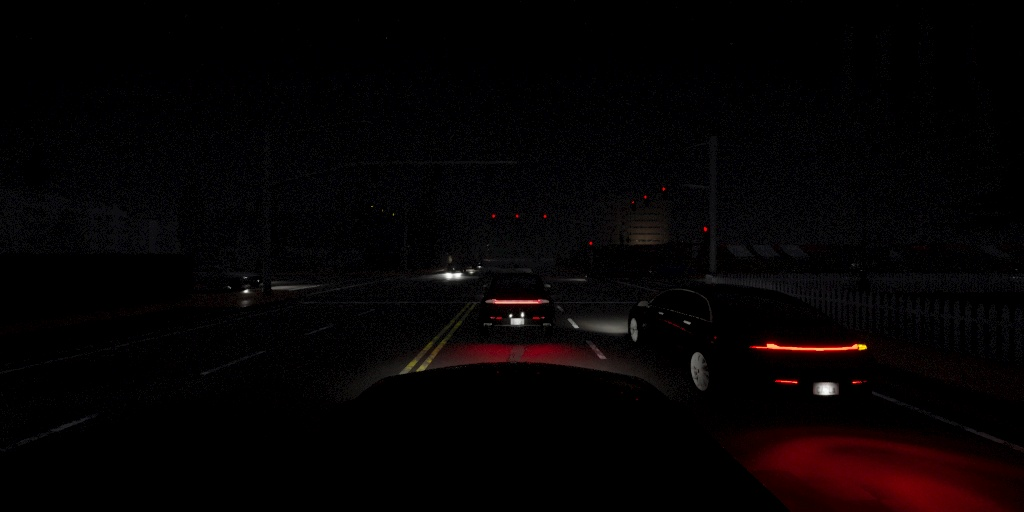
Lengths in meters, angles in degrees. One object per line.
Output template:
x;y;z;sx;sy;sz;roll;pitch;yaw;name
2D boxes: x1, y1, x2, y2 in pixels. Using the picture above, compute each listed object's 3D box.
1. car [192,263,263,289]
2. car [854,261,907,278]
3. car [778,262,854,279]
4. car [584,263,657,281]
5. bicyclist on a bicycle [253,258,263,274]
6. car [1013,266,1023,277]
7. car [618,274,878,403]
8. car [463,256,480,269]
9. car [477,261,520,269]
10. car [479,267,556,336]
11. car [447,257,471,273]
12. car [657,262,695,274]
-18.143;1.276;22.329;4.674;1.442;1.812;0;0;0;car
34.262;1.255;33.838;4.892;1.490;1.837;0;0;-1;car
25.130;1.241;30.175;4.902;1.511;2.128;0;0;-1;car
8.840;1.297;29.900;5.357;1.411;2.033;0;0;-1;car
-26.143;1.051;36.925;0.582;1.620;1.656;0;0;-3;bicyclist on a bicycle
51.344;1.208;34.055;5.357;1.411;2.033;0;0;-1;car
3.591;1.255;6.484;1.837;1.490;4.892;0;0;1;car
-6.724;0.971;55.129;2.150;2.045;5.566;0;0;1;car
-0.557;1.351;33.421;4.718;1.301;1.895;0;0;0;car
0.138;1.242;10.391;2.128;1.511;4.902;0;0;0;car
-6.802;1.241;44.462;2.128;1.511;4.902;0;0;1;car
14.606;1.276;33.544;4.674;1.442;1.812;0;0;2;car
